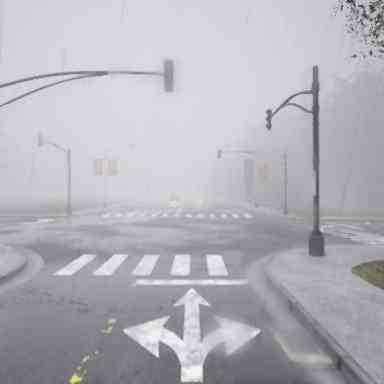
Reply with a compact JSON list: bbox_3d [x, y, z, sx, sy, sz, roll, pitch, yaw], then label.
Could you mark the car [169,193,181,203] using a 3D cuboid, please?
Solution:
[{"bbox_3d":[-3.074,1.050,61.854,2.097,1.767,4.553,0,0,0],"label":"car"}]
